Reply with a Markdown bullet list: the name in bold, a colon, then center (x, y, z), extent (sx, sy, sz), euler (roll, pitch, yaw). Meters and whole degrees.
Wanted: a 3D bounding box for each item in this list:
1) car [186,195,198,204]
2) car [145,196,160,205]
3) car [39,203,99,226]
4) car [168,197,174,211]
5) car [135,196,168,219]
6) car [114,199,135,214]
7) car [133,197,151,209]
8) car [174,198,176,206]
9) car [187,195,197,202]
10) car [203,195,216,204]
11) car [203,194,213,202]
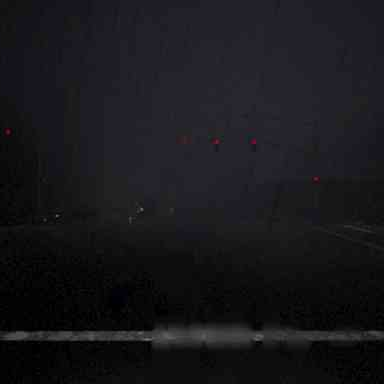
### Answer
- **car**: center (0.005, 1.505, 63.727), extent (1.837, 1.490, 4.892), euler (0, 0, 0)
- **car**: center (-7.066, 1.491, 60.638), extent (2.128, 1.511, 4.902), euler (0, 0, 0)
- **car**: center (-8.720, 1.558, 24.096), extent (1.812, 1.442, 4.674), euler (1, 0, 25)
- **car**: center (-3.592, 1.564, 40.130), extent (1.994, 1.385, 4.181), euler (0, 0, 0)
- **car**: center (-3.389, 1.355, 28.819), extent (2.097, 1.767, 4.553), euler (0, 0, -3)
- **car**: center (-7.096, 1.477, 36.155), extent (1.882, 1.535, 5.008), euler (0, 0, 0)
- **car**: center (-7.091, 1.505, 47.576), extent (1.837, 1.490, 4.892), euler (0, 0, 0)
- **car**: center (-3.580, 1.492, 54.062), extent (2.128, 1.511, 4.902), euler (0, 0, 0)
- **car**: center (0.005, 1.413, 73.837), extent (1.994, 1.385, 4.181), euler (0, 0, 0)
- **car**: center (3.610, 1.547, 64.194), extent (2.033, 1.411, 5.357), euler (0, 0, 0)
- **car**: center (3.508, 1.355, 74.416), extent (2.097, 1.767, 4.553), euler (0, 0, 0)
